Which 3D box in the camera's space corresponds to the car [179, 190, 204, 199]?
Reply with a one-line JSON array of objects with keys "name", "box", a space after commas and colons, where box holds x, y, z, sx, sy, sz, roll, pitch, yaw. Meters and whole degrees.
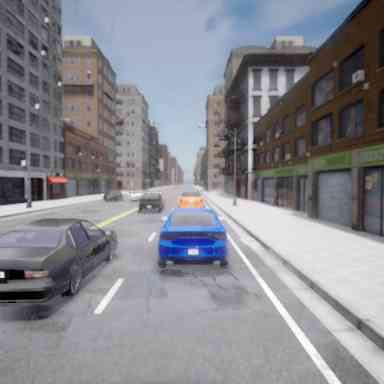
[{"name": "car", "box": [-0.045, 0.684, 27.569, 2.097, 1.767, 4.553, 0, 1, 0]}]

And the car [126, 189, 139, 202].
[{"name": "car", "box": [-6.789, 0.505, 42.414, 1.812, 1.442, 4.674, 0, 1, 0]}]

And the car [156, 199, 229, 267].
[{"name": "car", "box": [0.028, 1.220, 10.482, 1.882, 1.535, 5.008, 0, 2, 0]}]

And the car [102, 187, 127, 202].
[{"name": "car", "box": [-10.038, 0.484, 42.507, 1.837, 1.490, 4.892, 0, 1, 0]}]

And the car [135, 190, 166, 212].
[{"name": "car", "box": [-3.294, 0.829, 27.907, 1.837, 1.490, 4.892, 0, 1, 0]}]

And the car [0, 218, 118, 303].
[{"name": "car", "box": [-3.220, 1.350, 8.010, 2.033, 1.411, 5.357, 0, 1, 0]}]
